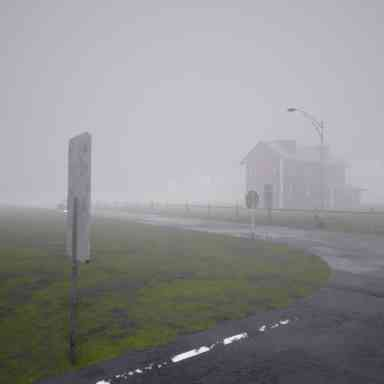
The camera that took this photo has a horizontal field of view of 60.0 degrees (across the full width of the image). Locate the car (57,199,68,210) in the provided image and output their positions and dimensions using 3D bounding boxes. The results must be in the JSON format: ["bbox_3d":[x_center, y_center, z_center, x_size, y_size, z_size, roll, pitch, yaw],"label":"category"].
[{"bbox_3d":[-18.731,1.792,49.917,2.097,1.767,4.553,1,-1,-36],"label":"car"}]
